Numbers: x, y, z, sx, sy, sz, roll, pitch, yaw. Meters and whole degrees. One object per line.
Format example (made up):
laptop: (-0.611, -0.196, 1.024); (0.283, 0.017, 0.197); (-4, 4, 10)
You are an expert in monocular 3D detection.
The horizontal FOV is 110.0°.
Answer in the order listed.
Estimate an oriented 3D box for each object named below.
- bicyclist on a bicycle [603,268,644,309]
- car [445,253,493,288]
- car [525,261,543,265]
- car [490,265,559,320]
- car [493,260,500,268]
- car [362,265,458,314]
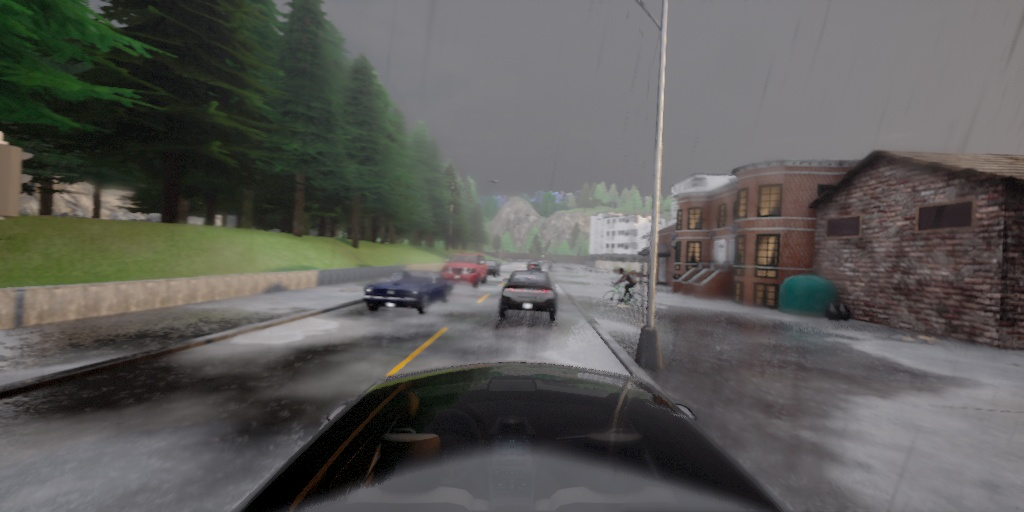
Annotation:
bicyclist on a bicycle: (4.531, 1.301, 14.477); (1.656, 1.620, 0.582); (3, 0, 4)
car: (-2.867, 0.820, 22.818); (2.150, 2.045, 5.566); (3, 0, 4)
car: (2.694, 1.354, 43.929); (1.837, 1.490, 4.892); (3, 0, 4)
car: (0.648, 1.264, 12.979); (2.128, 1.511, 4.902); (3, 0, 4)
car: (-2.183, 1.101, 33.244); (1.882, 1.535, 5.008); (3, 0, 4)
car: (-3.528, 1.175, 13.043); (1.895, 1.301, 4.718); (3, 0, 4)
